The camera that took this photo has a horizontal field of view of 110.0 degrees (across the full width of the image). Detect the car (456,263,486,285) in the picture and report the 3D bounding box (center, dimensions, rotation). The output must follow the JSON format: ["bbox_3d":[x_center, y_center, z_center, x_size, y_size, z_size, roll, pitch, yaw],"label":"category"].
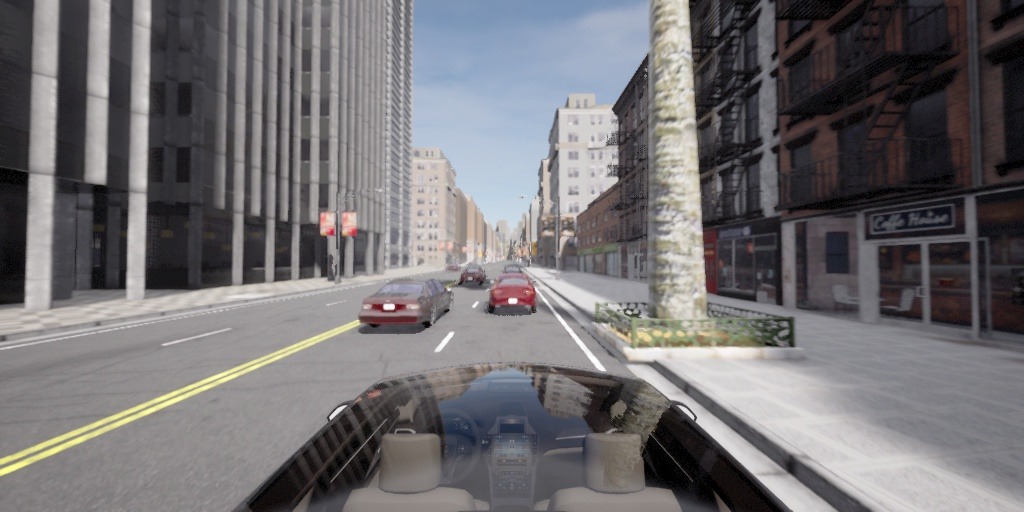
[{"bbox_3d":[-3.195,1.595,29.842,1.812,1.442,4.674,0,0,1],"label":"car"}]

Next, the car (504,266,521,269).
[{"bbox_3d":[0.045,1.555,29.170,2.128,1.511,4.902,0,-1,0],"label":"car"}]

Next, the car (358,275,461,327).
[{"bbox_3d":[-3.227,1.417,11.976,2.033,1.411,5.357,0,-1,0],"label":"car"}]

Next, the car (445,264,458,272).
[{"bbox_3d":[-9.789,1.948,59.765,1.994,1.385,4.181,0,-1,1],"label":"car"}]

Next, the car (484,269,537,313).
[{"bbox_3d":[0.056,1.428,14.856,1.812,1.442,4.674,0,0,1],"label":"car"}]
